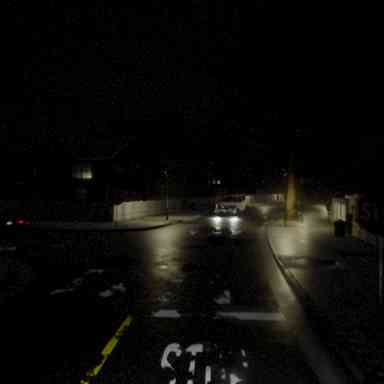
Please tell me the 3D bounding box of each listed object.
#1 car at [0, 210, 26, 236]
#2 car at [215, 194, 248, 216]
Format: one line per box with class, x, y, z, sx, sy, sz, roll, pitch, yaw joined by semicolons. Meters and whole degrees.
car;-10.439;1.421;15.919;5.357;1.411;2.033;1;0;24
car;3.959;1.276;32.708;2.150;2.045;5.566;0;2;22
